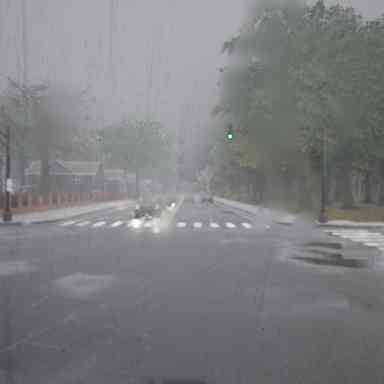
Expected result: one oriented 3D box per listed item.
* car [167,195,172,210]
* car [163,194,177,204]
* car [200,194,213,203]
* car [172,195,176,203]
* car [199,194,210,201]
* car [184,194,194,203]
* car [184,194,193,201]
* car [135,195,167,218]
[{"bbox_3d":[-3.626,1.305,37.267,1.837,1.490,4.892,0,0,-1],"label":"car"},{"bbox_3d":[-3.852,1.203,59.124,2.128,1.511,4.902,0,0,1],"label":"car"},{"bbox_3d":[2.680,1.114,59.778,2.097,1.767,4.553,0,0,-1],"label":"car"},{"bbox_3d":[-3.752,1.252,47.209,2.128,1.511,4.902,0,0,-1],"label":"car"},{"bbox_3d":[2.554,1.090,69.813,2.033,1.411,5.357,0,0,-1],"label":"car"},{"bbox_3d":[-0.567,1.284,59.350,2.033,1.411,5.357,0,0,-1],"label":"car"},{"bbox_3d":[-0.696,1.119,69.803,1.895,1.301,4.718,0,0,-1],"label":"car"},{"bbox_3d":[-3.513,1.187,28.119,2.097,1.767,4.553,0,0,-1],"label":"car"}]
